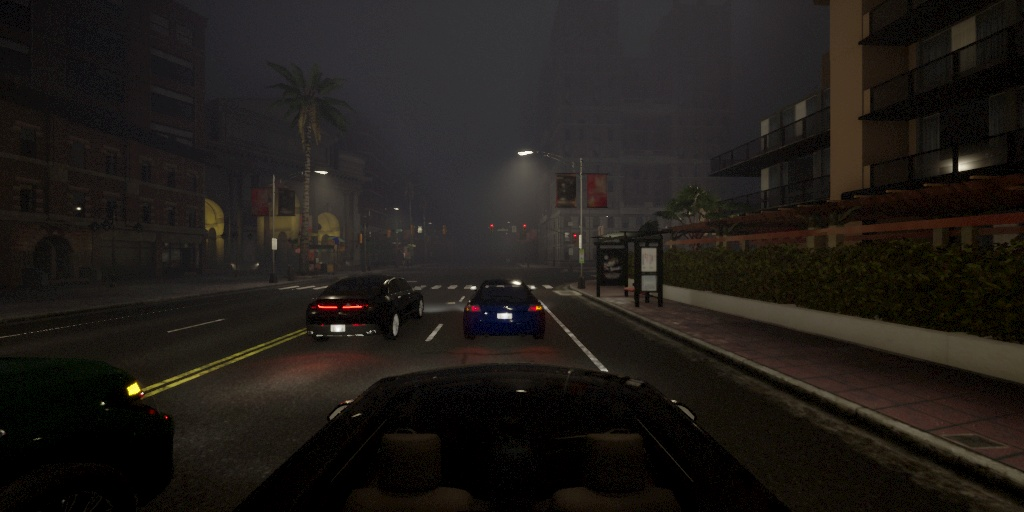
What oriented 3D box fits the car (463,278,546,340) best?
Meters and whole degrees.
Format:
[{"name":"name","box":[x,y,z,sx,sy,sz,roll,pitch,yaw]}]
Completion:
[{"name":"car","box":[-0.235,1.314,10.027,1.994,1.385,4.181,0,0,-2]}]

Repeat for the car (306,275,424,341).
[{"name":"car","box":[-3.724,1.255,9.871,1.837,1.490,4.892,0,0,-3]}]
